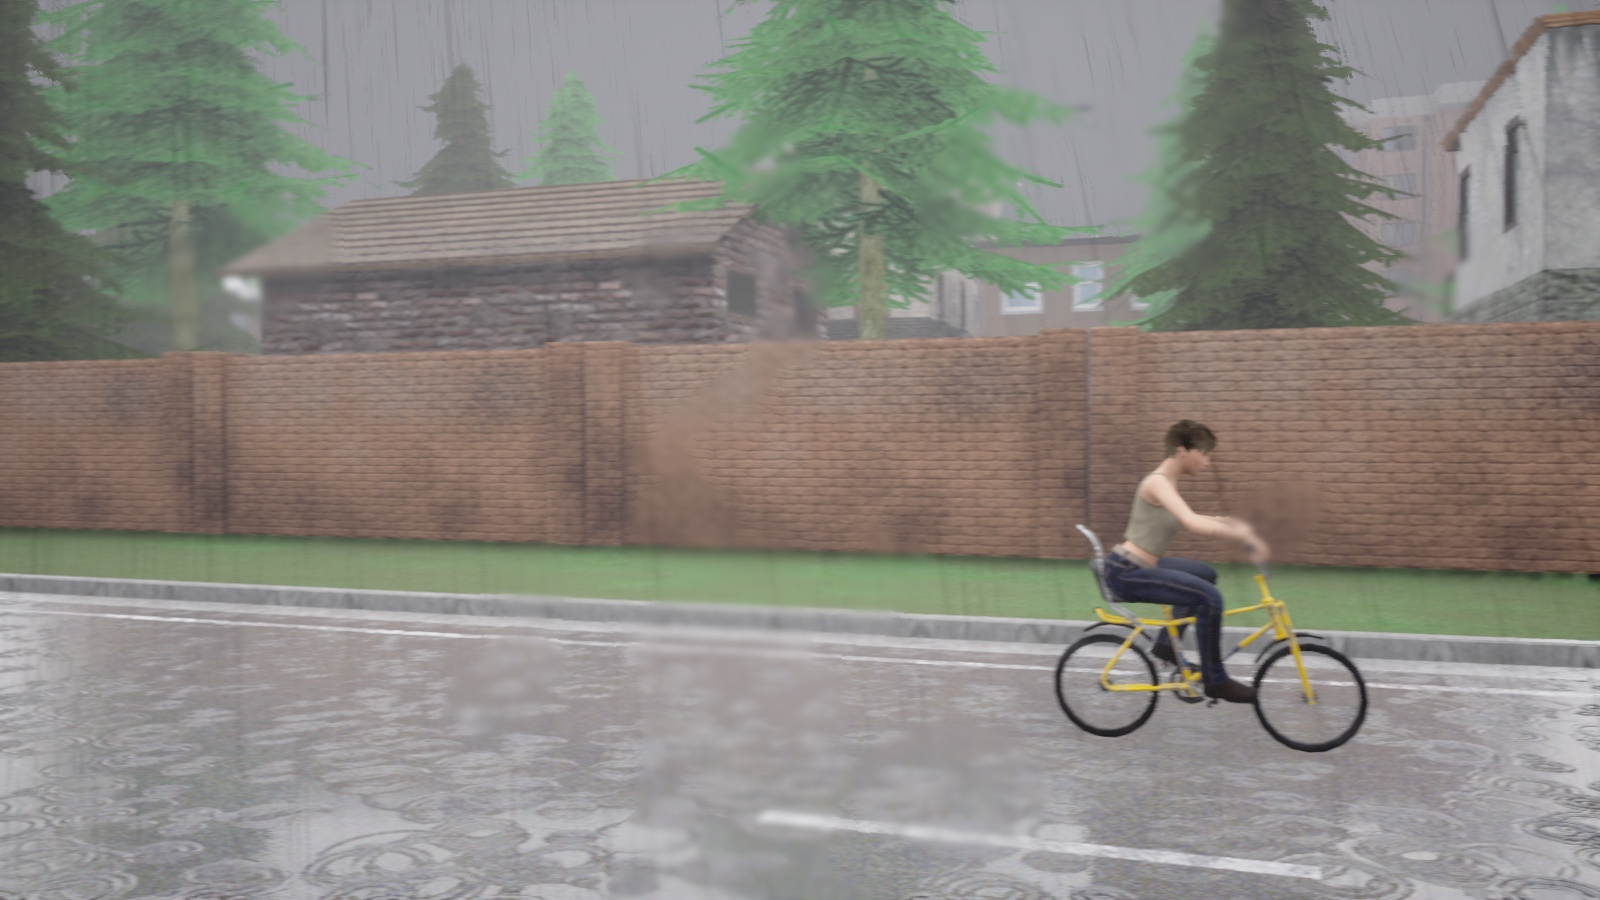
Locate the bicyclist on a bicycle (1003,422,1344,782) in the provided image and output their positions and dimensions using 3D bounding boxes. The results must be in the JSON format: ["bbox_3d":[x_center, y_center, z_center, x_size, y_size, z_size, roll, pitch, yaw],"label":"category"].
[{"bbox_3d":[1.848,0.669,6.267,1.509,1.612,0.866,1,1,19],"label":"bicyclist on a bicycle"}]
